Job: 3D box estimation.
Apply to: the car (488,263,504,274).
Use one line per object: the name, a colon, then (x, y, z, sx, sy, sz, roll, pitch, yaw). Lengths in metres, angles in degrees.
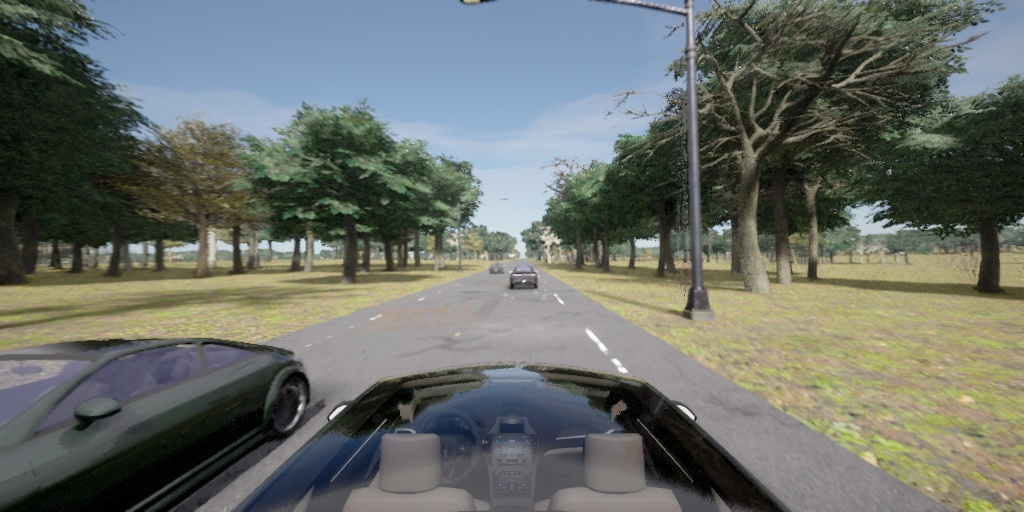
car: (-2.056, 1.664, 48.468, 1.837, 1.490, 4.892, -1, 0, 2)

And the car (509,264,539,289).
car: (0.821, 1.410, 24.948, 2.128, 1.511, 4.902, -1, 0, 2)

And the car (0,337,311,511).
car: (-3.544, 1.410, 2.765, 1.994, 1.385, 4.181, -1, 0, 2)
